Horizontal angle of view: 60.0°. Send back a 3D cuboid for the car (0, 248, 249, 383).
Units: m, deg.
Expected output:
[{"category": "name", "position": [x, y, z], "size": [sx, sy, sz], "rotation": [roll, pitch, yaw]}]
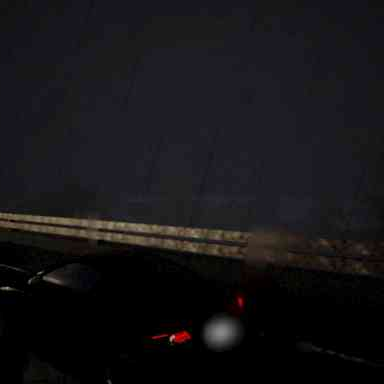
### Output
[{"category": "car", "position": [-1.300, 1.562, 4.939], "size": [4.181, 1.385, 1.994], "rotation": [0, 0, 36]}]
